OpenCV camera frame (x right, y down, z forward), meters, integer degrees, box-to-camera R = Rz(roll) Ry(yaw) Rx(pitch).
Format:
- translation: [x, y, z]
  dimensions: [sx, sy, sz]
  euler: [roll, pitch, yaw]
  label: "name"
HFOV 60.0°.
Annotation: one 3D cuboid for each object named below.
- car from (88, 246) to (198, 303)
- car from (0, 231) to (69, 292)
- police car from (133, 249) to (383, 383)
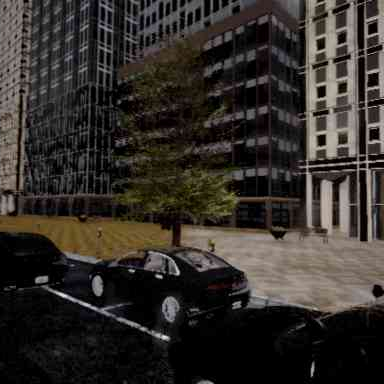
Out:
- translation: [-0.753, 1.925, 7.724]
  dimensions: [4.403, 1.369, 2.008]
  euler: [-1, -4, 43]
  label: "car"
- translation: [-5.318, 1.874, 9.533]
  dimensions: [4.892, 1.490, 1.837]
  euler: [-1, -4, 43]
  label: "car"
- translation: [1.913, 1.616, 2.789]
  dimensions: [5.238, 1.638, 1.930]
  euler: [-1, -4, 43]
  label: "police car"
